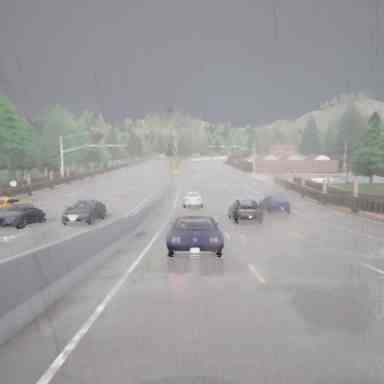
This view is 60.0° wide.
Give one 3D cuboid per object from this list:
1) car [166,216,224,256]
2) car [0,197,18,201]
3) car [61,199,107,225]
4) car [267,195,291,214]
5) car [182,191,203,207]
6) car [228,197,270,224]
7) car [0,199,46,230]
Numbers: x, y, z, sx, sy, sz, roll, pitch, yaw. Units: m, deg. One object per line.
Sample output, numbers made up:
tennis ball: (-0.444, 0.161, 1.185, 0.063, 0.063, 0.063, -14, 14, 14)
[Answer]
car: (0.103, 1.555, 12.792, 1.895, 1.301, 4.718, 0, 0, 0)
car: (-14.068, 1.147, 24.574, 1.882, 1.535, 5.008, 0, 3, 0)
car: (-7.015, 1.271, 22.060, 2.128, 1.511, 4.902, 0, 2, 1)
car: (7.102, 0.977, 28.474, 1.812, 1.442, 4.674, 0, 4, 0)
car: (0.092, 0.642, 32.977, 1.812, 1.442, 4.674, 0, 5, 0)
car: (3.604, 1.237, 22.915, 2.128, 1.511, 4.902, 0, 2, 0)
car: (-10.539, 1.412, 20.039, 1.994, 1.385, 4.181, 0, 2, 1)
